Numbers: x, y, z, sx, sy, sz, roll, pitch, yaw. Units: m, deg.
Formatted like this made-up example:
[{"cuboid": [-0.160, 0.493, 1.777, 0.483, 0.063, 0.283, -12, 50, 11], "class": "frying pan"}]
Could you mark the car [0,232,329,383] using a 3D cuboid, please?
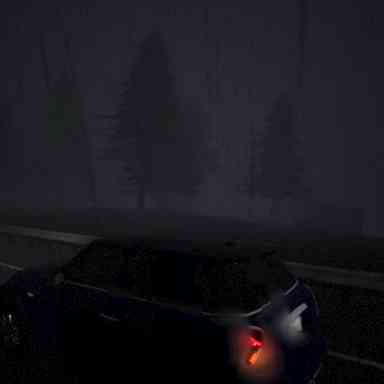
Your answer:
[{"cuboid": [-0.705, 1.338, 4.498, 4.553, 1.767, 2.097, 0, 0, 35], "class": "car"}]
